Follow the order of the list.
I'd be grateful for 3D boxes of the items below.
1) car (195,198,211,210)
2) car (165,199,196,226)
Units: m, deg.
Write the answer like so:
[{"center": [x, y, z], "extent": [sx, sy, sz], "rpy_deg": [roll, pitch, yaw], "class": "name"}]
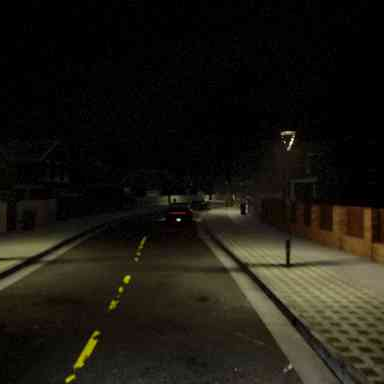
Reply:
[{"center": [1.153, 1.455, 41.404], "extent": [2.128, 1.511, 4.902], "rpy_deg": [0, 0, 11], "class": "car"}, {"center": [-0.837, 1.482, 23.443], "extent": [1.837, 1.490, 4.892], "rpy_deg": [0, 1, 0], "class": "car"}]
